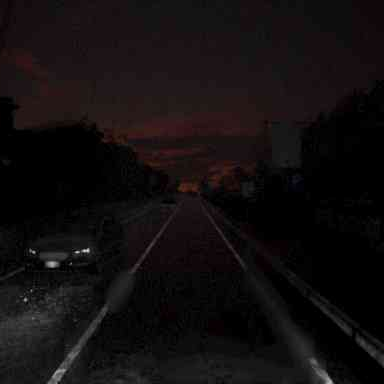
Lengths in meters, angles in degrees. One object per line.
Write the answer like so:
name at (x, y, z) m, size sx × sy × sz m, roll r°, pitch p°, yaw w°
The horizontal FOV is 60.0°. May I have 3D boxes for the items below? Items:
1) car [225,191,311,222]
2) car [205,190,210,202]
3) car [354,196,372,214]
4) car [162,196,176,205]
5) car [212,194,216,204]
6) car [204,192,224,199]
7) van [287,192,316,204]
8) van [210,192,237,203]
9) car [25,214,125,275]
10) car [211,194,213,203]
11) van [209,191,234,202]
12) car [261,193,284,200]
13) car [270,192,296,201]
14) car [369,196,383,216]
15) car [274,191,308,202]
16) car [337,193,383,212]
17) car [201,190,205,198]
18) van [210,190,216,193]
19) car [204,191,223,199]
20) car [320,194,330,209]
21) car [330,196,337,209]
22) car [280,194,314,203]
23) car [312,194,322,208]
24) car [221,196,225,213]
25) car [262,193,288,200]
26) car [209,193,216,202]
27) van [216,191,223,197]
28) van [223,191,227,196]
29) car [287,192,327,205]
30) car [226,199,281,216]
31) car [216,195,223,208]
car at (5.588, 1.159, 25.163) m, size 5.566 × 2.045 × 2.435 m, roll 0°, pitch 0°, yaw 0°
car at (5.398, 0.951, 56.005) m, size 5.566 × 2.045 × 2.435 m, roll 0°, pitch 1°, yaw 0°
car at (18.661, 1.383, 31.666) m, size 5.008 × 1.535 × 2.097 m, roll 0°, pitch 0°, yaw 0°
car at (-3.562, 1.278, 52.722) m, size 2.033 × 1.411 × 5.357 m, roll 0°, pitch 1°, yaw 0°
car at (5.525, 1.344, 44.790) m, size 4.792 × 1.488 × 2.163 m, roll 0°, pitch 0°, yaw 0°
car at (5.257, 0.804, 78.432) m, size 4.553 × 1.767 × 2.185 m, roll 0°, pitch 1°, yaw 0°
van at (18.619, 0.970, 56.652) m, size 4.442 × 1.987 × 1.878 m, roll 0°, pitch 1°, yaw 0°
van at (5.526, 0.943, 58.810) m, size 4.442 × 1.987 × 1.878 m, roll 0°, pitch 1°, yaw 0°
car at (-3.399, 1.479, 10.509) m, size 2.128 × 1.511 × 4.902 m, roll 0°, pitch 0°, yaw 0°
car at (5.476, 1.331, 47.598) m, size 4.674 × 1.452 × 2.002 m, roll 0°, pitch 1°, yaw 0°
van at (5.509, 0.909, 61.613) m, size 4.442 × 1.987 × 1.878 m, roll 0°, pitch 1°, yaw 0°
car at (18.389, 0.961, 76.082) m, size 4.892 × 1.521 × 2.231 m, roll 0°, pitch 1°, yaw 0°
car at (18.465, 0.935, 67.755) m, size 4.553 × 1.767 × 2.185 m, roll 0°, pitch 1°, yaw 0°
car at (18.679, 1.395, 28.891) m, size 5.008 × 1.535 × 2.097 m, roll 0°, pitch 0°, yaw 0°
car at (18.497, 0.877, 62.201) m, size 5.566 × 2.045 × 2.435 m, roll 0°, pitch 1°, yaw 0°
car at (18.610, 1.120, 34.441) m, size 5.566 × 2.045 × 2.435 m, roll 0°, pitch 0°, yaw 0°
car at (5.295, 0.747, 72.824) m, size 5.566 × 2.045 × 2.435 m, roll 0°, pitch 1°, yaw 0°
van at (5.560, 1.010, 53.206) m, size 4.442 × 1.987 × 1.878 m, roll 0°, pitch 1°, yaw 0°
car at (5.240, 0.770, 81.235) m, size 4.553 × 1.767 × 2.185 m, roll 0°, pitch 1°, yaw 0°
car at (18.600, 1.345, 39.994) m, size 5.008 × 1.535 × 2.097 m, roll 0°, pitch 0°, yaw 0°
car at (18.616, 1.360, 37.216) m, size 4.892 × 1.521 × 2.231 m, roll 0°, pitch 0°, yaw 0°
car at (18.671, 1.159, 59.429) m, size 5.366 × 1.575 × 1.946 m, roll 0°, pitch 1°, yaw 0°
car at (18.772, 1.325, 42.772) m, size 5.366 × 1.575 × 1.946 m, roll 0°, pitch 0°, yaw 0°
car at (5.414, 1.395, 27.967) m, size 5.366 × 1.575 × 1.946 m, roll 0°, pitch 0°, yaw 0°
car at (18.215, 0.990, 73.305) m, size 5.366 × 1.575 × 1.946 m, roll 0°, pitch 1°, yaw 0°
car at (5.467, 1.265, 50.400) m, size 4.892 × 1.521 × 2.231 m, roll 0°, pitch 1°, yaw 0°
van at (5.413, 1.123, 39.183) m, size 4.442 × 1.987 × 1.878 m, roll 0°, pitch 0°, yaw 0°
van at (5.681, 1.148, 33.574) m, size 4.442 × 1.987 × 1.878 m, roll 0°, pitch 0°, yaw 0°
car at (18.548, 0.978, 53.875) m, size 5.566 × 2.045 × 2.435 m, roll 0°, pitch 1°, yaw 0°
car at (5.584, 1.426, 30.772) m, size 4.674 × 1.452 × 2.002 m, roll 0°, pitch 0°, yaw 0°
car at (5.542, 1.362, 36.378) m, size 5.008 × 1.535 × 2.097 m, roll 0°, pitch 0°, yaw 0°
